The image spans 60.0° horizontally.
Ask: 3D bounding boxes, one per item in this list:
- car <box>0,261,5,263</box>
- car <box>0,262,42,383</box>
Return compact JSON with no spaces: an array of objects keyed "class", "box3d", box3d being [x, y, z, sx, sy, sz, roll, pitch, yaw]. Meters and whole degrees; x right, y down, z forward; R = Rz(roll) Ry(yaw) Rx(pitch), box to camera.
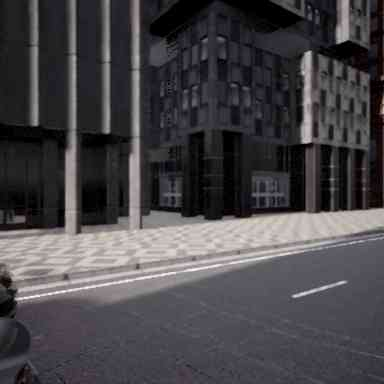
[{"class":"car","box3d":[-4.837,1.525,4.228,4.674,1.442,1.812,0,0,-35]},{"class":"car","box3d":[-3.278,1.506,1.350,4.892,1.490,1.837,0,0,-35]}]
